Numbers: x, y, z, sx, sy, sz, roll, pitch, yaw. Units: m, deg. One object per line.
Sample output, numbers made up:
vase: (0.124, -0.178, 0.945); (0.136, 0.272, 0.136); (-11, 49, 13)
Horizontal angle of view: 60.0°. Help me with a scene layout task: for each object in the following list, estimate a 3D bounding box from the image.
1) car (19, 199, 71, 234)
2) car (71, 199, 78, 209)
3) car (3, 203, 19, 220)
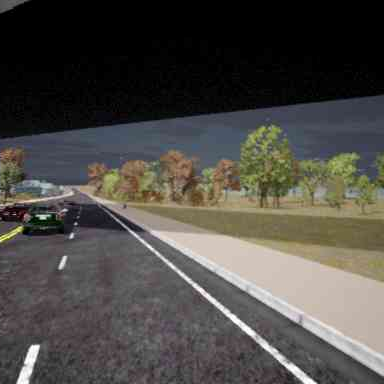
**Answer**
car: (-8.717, 1.441, 20.074); (2.097, 1.767, 4.553); (0, 0, -18)
car: (-18.056, 1.719, 49.128); (2.128, 1.511, 4.902); (0, 0, -18)
car: (-15.392, 1.696, 29.654); (1.994, 1.385, 4.181); (0, 0, -18)
